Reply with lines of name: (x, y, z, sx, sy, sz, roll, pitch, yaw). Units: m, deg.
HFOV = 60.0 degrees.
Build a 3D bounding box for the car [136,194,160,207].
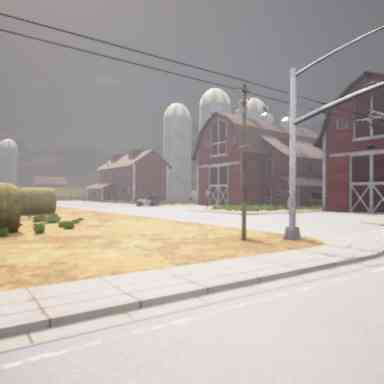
car: (-7.294, 1.392, 55.281, 3.866, 1.878, 1.905, -1, 5, 11)
